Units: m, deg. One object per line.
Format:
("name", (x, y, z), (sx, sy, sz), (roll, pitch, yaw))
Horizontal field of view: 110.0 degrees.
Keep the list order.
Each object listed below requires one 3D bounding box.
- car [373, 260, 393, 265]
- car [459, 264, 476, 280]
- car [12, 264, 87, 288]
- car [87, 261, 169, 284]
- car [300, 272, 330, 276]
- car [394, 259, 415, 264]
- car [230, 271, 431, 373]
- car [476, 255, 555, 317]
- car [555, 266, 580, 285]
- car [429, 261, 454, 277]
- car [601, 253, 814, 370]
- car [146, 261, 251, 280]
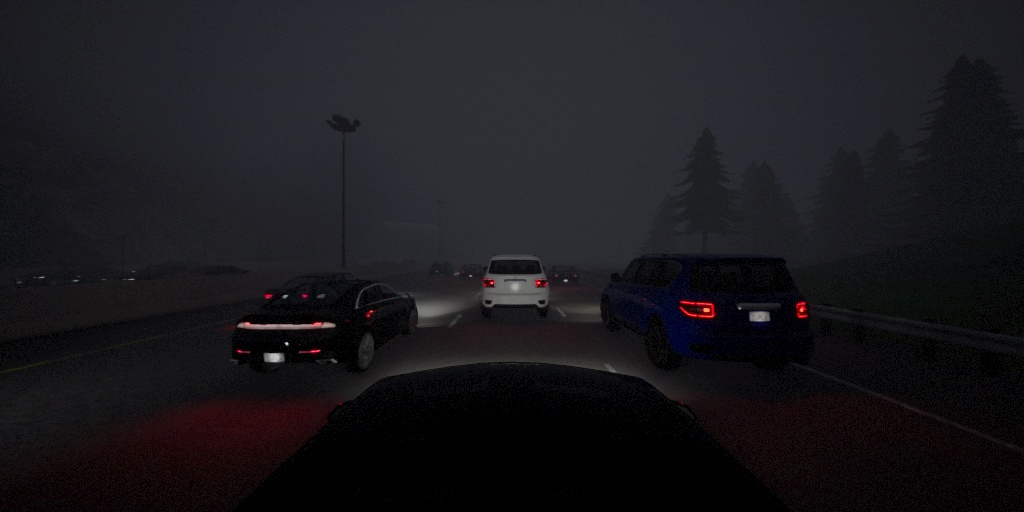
("car", (-21.046, 1.354, 60.072), (1.895, 1.301, 4.718), (0, 0, 1))
("car", (-3.409, 1.353, 31.756), (1.895, 1.301, 4.718), (0, 0, 0))
("car", (-28.103, 1.242, 22.920), (2.128, 1.511, 4.902), (0, 0, 0))
("car", (-21.103, 1.242, 21.249), (2.128, 1.511, 4.902), (0, 0, 0))
("car", (-6.904, 1.298, 13.519), (2.033, 1.411, 5.357), (0, 0, 0))
("car", (-17.555, 1.258, 60.096), (1.837, 1.490, 4.892), (0, 0, 1))
("car", (-3.402, 1.242, 7.560), (2.128, 1.511, 4.902), (0, 0, 0))
("car", (0.096, 0.972, 13.275), (2.150, 2.045, 5.566), (0, 0, 0))
("car", (3.592, 1.353, 26.175), (1.895, 1.301, 4.718), (0, 0, 0))
("car", (-6.907, 1.244, 35.406), (2.128, 1.511, 4.902), (0, 0, 0))
("car", (3.599, 0.972, 7.896), (2.150, 2.045, 5.566), (0, 0, 0))
("car", (-17.604, 1.228, 20.820), (1.882, 1.535, 5.008), (0, 0, 0))
